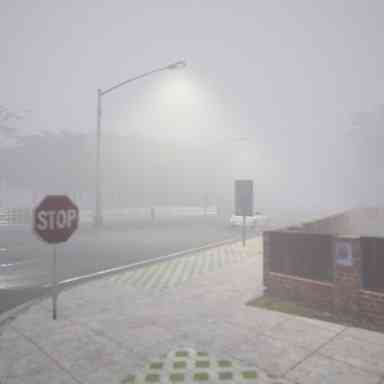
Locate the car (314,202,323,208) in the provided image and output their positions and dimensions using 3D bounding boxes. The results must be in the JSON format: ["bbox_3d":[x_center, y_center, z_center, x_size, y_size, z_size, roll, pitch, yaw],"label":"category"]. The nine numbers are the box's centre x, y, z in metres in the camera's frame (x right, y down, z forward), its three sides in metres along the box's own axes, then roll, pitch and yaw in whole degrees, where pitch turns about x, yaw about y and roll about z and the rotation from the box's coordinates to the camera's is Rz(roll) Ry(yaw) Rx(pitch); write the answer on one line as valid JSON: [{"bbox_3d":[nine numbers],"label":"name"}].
[{"bbox_3d":[29.517,3.098,77.823,2.033,1.411,5.357,0,-1,21],"label":"car"}]

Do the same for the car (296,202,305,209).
[{"bbox_3d":[26.013,3.140,79.557,2.128,1.511,4.902,0,-1,24],"label":"car"}]

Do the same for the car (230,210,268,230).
[{"bbox_3d":[4.456,2.078,25.858,1.812,1.442,4.674,0,-1,30],"label":"car"}]
